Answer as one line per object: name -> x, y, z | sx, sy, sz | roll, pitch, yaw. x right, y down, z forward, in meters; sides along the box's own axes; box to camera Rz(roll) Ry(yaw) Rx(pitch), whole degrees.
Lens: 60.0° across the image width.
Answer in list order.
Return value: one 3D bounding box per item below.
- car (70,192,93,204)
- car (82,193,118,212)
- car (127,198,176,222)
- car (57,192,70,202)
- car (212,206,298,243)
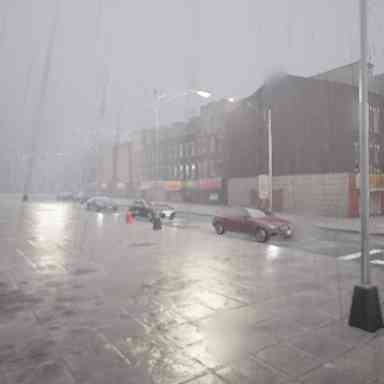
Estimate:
car -> -14.777, 0.724, 45.846 | 2.097, 1.767, 4.553 | -1, 1, -35
car -> -8.868, 1.132, 32.422 | 1.812, 1.442, 4.674 | -1, 1, -35
car -> -2.997, 1.236, 24.131 | 2.128, 1.511, 4.902 | -1, 1, -35
car -> -20.465, 0.767, 53.876 | 1.837, 1.490, 4.892 | -1, 1, -36
car -> 2.811, 1.405, 15.956 | 1.812, 1.442, 4.674 | -1, 1, -34
